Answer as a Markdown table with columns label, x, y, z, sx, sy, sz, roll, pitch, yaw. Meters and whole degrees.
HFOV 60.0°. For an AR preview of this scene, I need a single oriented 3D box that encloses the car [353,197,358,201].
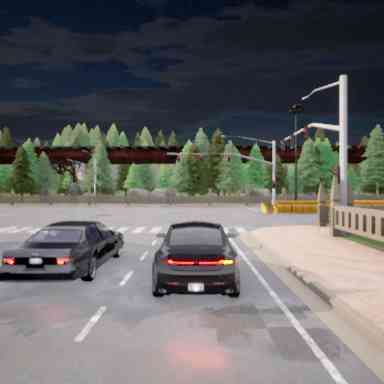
| label | x | y | z | sx | sy | sz | roll | pitch | yaw |
| --- | --- | --- | --- | --- | --- | --- | --- | --- | --- |
| car | 22.748 | 1.493 | 47.392 | 4.902 | 1.511 | 2.128 | 0 | 0 | 1 |

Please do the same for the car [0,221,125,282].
| label | x | y | z | sx | sy | sz | roll | pitch | yaw |
| --- | --- | --- | --- | --- | --- | --- | --- | --- | --- |
| car | -3.383 | 1.548 | 9.734 | 2.033 | 1.411 | 5.357 | 0 | 0 | 0 |

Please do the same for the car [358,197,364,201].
| label | x | y | z | sx | sy | sz | roll | pitch | yaw |
| --- | --- | --- | --- | --- | --- | --- | --- | --- | --- |
| car | 25.215 | 1.492 | 43.872 | 4.902 | 1.511 | 2.128 | 0 | 0 | 0 |

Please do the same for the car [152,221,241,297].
| label | x | y | z | sx | sy | sz | roll | pitch | yaw |
| --- | --- | --- | --- | --- | --- | --- | --- | --- | --- |
| car | 0.103 | 1.505 | 8.543 | 1.837 | 1.490 | 4.892 | 0 | 0 | 1 |

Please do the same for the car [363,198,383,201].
| label | x | y | z | sx | sy | sz | roll | pitch | yaw |
| --- | --- | --- | --- | --- | --- | --- | --- | --- | --- |
| car | 23.965 | 1.602 | 40.384 | 4.718 | 1.301 | 1.895 | 0 | 0 | 0 |
